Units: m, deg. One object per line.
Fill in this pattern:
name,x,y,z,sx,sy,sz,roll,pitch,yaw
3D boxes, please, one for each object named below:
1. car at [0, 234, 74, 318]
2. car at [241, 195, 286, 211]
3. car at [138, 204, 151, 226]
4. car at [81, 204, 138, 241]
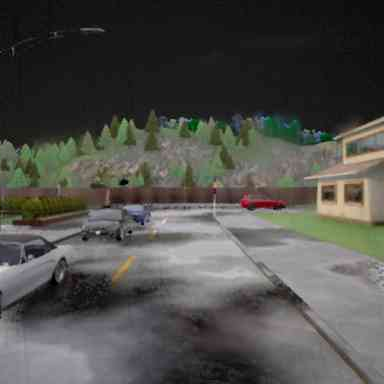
car,-4.158,1.642,6.934,1.895,1.301,4.718,0,0,-1
car,8.950,1.358,41.793,5.566,2.045,2.150,0,0,2
car,-4.253,1.628,24.943,1.882,1.535,5.008,0,0,-1
car,-4.249,1.588,17.348,1.837,1.490,4.892,0,0,0
